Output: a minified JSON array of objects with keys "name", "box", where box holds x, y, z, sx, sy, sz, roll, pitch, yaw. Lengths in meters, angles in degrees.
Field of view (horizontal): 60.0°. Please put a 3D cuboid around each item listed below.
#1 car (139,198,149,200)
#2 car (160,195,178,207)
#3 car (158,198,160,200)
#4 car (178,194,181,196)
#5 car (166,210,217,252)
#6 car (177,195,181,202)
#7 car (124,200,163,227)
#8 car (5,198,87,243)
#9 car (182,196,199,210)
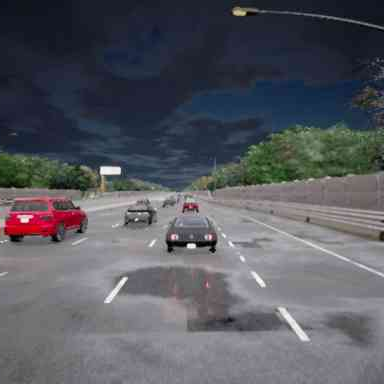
[{"name":"car","box":[-7.266,1.739,50.189,1.837,1.490,4.892,0,0,-1]},{"name":"car","box":[-3.836,1.778,56.549,1.837,1.490,4.892,0,0,-1]},{"name":"car","box":[-7.800,2.081,87.855,1.895,1.301,4.718,0,0,-1]},{"name":"car","box":[-4.342,1.979,90.197,1.882,1.535,5.008,0,0,-1]},{"name":"car","box":[-0.022,1.659,14.147,1.895,1.301,4.718,0,0,0]},{"name":"car","box":[-4.060,1.981,73.388,1.895,1.301,4.718,0,0,-1]},{"name":"car","box":[-3.563,1.590,23.764,2.128,1.511,4.902,0,0,0]},{"name":"car","box":[-7.030,1.293,16.657,2.150,2.045,5.566,0,0,0]},{"name":"car","box":[-0.189,1.663,42.132,1.882,1.535,5.008,0,0,0]}]
